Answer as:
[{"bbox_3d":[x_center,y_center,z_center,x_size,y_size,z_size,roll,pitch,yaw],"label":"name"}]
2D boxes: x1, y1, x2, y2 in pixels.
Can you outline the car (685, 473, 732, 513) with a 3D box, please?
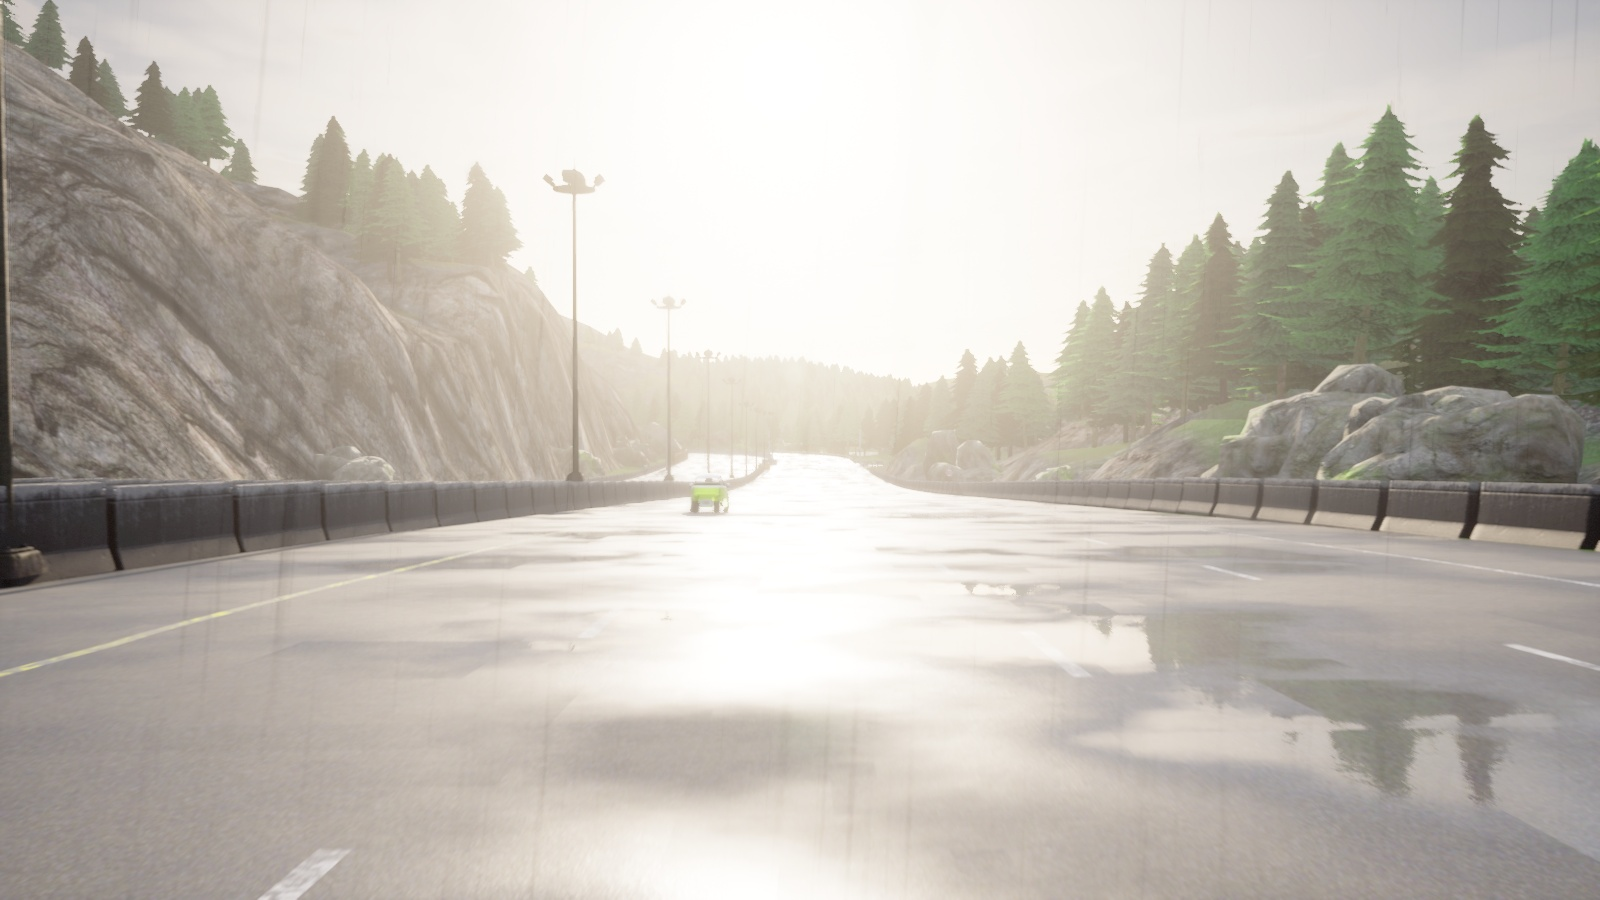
[{"bbox_3d":[-3.232,1.511,44.453,1.481,1.376,2.207,0,-1,0],"label":"car"}]
